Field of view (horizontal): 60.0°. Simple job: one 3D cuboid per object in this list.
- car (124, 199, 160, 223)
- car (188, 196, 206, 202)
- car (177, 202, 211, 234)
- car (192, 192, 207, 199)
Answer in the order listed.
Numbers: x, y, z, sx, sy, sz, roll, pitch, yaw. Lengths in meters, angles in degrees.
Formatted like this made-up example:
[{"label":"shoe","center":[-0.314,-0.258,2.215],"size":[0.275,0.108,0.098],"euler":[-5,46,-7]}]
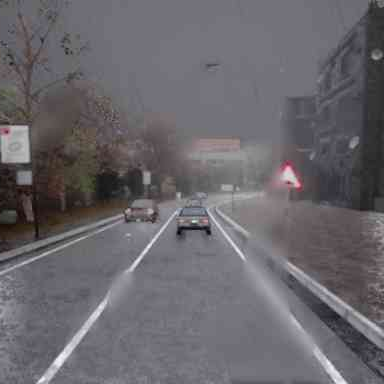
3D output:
[{"label":"car","center":[-3.582,1.306,24.583],"size":[2.097,1.767,4.553],"euler":[0,0,0]},{"label":"car","center":[0.306,1.481,38.592],"size":[2.033,1.411,5.357],"euler":[0,0,3]},{"label":"car","center":[0.094,1.512,19.101],"size":[2.033,1.411,5.357],"euler":[0,0,0]},{"label":"car","center":[1.366,0.821,65.553],"size":[2.097,1.767,4.553],"euler":[2,2,18]}]
